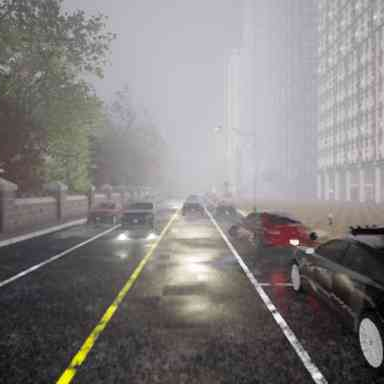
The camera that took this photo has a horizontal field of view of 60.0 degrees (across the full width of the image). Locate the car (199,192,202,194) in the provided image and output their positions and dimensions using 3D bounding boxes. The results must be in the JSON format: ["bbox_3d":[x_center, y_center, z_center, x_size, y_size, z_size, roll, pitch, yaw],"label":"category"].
[{"bbox_3d":[0.132,1.102,46.696,1.837,1.490,4.892,0,1,0],"label":"car"}]

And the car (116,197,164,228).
[{"bbox_3d":[-3.076,1.293,20.677,1.882,1.535,5.008,0,0,0],"label":"car"}]

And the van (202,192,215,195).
[{"bbox_3d":[2.744,0.906,50.458,1.690,1.788,3.998,0,0,0],"label":"van"}]

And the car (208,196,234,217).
[{"bbox_3d":[2.720,1.303,27.930,2.008,1.369,4.403,0,0,0],"label":"car"}]

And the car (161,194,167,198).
[{"bbox_3d":[-5.631,1.047,55.930,1.752,1.417,4.829,0,0,0],"label":"car"}]

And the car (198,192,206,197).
[{"bbox_3d":[2.790,0.779,95.515,2.008,1.369,4.403,0,0,0],"label":"car"}]

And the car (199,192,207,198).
[{"bbox_3d":[2.779,0.746,84.251,1.967,1.590,4.097,0,0,0],"label":"car"}]

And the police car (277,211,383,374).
[{"bbox_3d":[3.140,1.372,5.660,1.930,1.638,5.238,0,1,0],"label":"police car"}]

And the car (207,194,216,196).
[{"bbox_3d":[2.732,1.238,39.195,1.802,1.307,4.206,0,0,0],"label":"car"}]

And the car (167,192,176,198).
[{"bbox_3d":[-2.936,0.620,61.325,2.128,1.511,4.902,0,0,0],"label":"car"}]

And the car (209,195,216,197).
[{"bbox_3d":[2.726,1.285,33.563,1.802,1.307,4.206,0,0,0],"label":"car"}]

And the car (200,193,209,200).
[{"bbox_3d":[2.768,0.973,72.987,1.802,1.307,4.206,0,0,0],"label":"car"}]

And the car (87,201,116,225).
[{"bbox_3d":[-5.666,1.346,22.307,1.887,1.381,4.507,0,1,0],"label":"car"}]

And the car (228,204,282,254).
[{"bbox_3d":[2.965,1.408,12.950,1.812,1.442,4.674,0,1,-8],"label":"car"}]

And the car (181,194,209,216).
[{"bbox_3d":[0.097,1.231,29.412,2.128,1.511,4.902,0,1,0],"label":"car"}]

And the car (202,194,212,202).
[{"bbox_3d":[2.755,1.058,61.722,1.802,1.307,4.206,0,0,0],"label":"car"}]

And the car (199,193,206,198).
[{"bbox_3d":[2.784,0.847,89.883,1.802,1.307,4.206,0,0,0],"label":"car"}]

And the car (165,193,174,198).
[{"bbox_3d":[-5.601,0.871,84.260,1.947,1.339,4.313,0,0,0],"label":"car"}]

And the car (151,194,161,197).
[{"bbox_3d":[-5.643,1.155,44.835,1.887,1.381,4.507,0,0,0],"label":"car"}]
